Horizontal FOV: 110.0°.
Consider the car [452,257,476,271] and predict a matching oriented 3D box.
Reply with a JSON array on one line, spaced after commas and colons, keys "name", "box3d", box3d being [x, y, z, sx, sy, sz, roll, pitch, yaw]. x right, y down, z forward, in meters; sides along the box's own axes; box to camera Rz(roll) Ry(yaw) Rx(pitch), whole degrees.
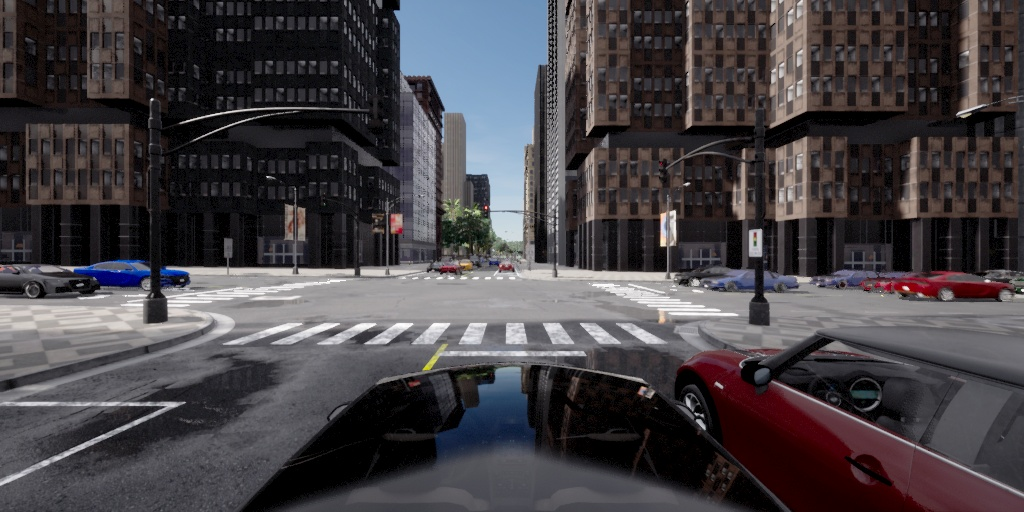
[{"name": "car", "box3d": [-6.522, 1.243, 48.957, 1.882, 1.535, 5.008, 0, 0, 0]}]

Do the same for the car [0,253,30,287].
[{"name": "car", "box3d": [-28.950, 0.721, 18.780, 4.553, 1.767, 2.097, 1, 0, 0]}]

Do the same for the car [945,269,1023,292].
[{"name": "car", "box3d": [34.790, 1.776, 25.875, 4.892, 1.490, 1.837, 1, 0, 0]}]

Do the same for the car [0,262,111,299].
[{"name": "car", "box3d": [-20.774, 1.052, 15.583, 4.181, 1.385, 1.994, 1, 0, 0]}]

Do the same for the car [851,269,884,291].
[{"name": "car", "box3d": [24.522, 1.689, 22.559, 4.181, 1.385, 1.994, 1, 0, 0]}]

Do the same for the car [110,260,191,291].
[{"name": "car", "box3d": [-19.838, 0.975, 18.837, 5.008, 1.535, 1.882, 1, 0, 0]}]

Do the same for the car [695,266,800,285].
[{"name": "car", "box3d": [14.852, 1.533, 22.509, 5.357, 1.411, 2.033, 1, 0, 0]}]

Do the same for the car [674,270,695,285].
[{"name": "car", "box3d": [14.256, 1.450, 25.754, 5.008, 1.535, 1.882, 1, 0, -1]}]

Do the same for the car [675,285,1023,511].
[{"name": "car", "box3d": [2.763, 1.190, 2.403, 1.967, 1.591, 4.097, 0, 0, 0]}]

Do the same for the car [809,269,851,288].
[{"name": "car", "box3d": [24.675, 1.671, 25.824, 5.357, 1.411, 2.033, 1, 0, 0]}]

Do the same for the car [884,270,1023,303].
[{"name": "car", "box3d": [23.456, 1.592, 19.112, 5.008, 1.535, 1.882, 1, 0, 0]}]

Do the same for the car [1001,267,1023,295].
[{"name": "car", "box3d": [34.598, 1.624, 22.603, 4.553, 1.767, 2.097, 1, 0, 1]}]

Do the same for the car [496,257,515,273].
[{"name": "car", "box3d": [-0.628, 1.194, 43.792, 1.967, 1.591, 4.097, 0, 0, 0]}]

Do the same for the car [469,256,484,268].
[{"name": "car", "box3d": [-6.581, 1.016, 61.765, 2.150, 2.045, 5.566, 0, 0, 1]}]

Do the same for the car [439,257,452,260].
[{"name": "car", "box3d": [-9.191, 1.080, 49.161, 2.192, 1.841, 5.009, 0, 0, 0]}]

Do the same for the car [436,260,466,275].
[{"name": "car", "box3d": [-6.482, 1.344, 38.563, 1.895, 1.301, 4.718, 0, 0, 1]}]

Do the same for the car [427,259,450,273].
[{"name": "car", "box3d": [-9.153, 1.320, 43.735, 1.948, 1.339, 4.313, 0, 0, 0]}]
